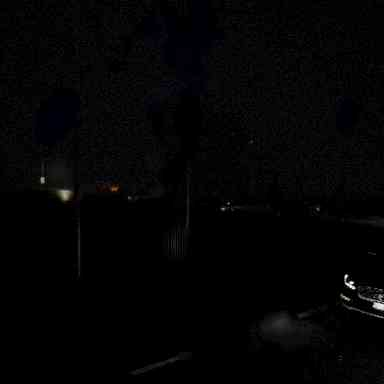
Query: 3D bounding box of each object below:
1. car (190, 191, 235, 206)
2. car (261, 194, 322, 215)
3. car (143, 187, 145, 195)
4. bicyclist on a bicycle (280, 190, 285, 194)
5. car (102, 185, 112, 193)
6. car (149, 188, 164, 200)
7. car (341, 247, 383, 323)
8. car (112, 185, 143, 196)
[{"bbox_3d":[1.950,0.593,33.686,2.033,1.411,5.357,0,2,-35],"label":"car"},{"bbox_3d":[7.603,0.899,25.744,2.128,1.511,4.902,0,2,-35],"label":"car"},{"bbox_3d":[-9.516,-0.451,54.873,2.097,1.767,4.553,0,2,-36],"label":"car"},{"bbox_3d":[9.187,0.664,33.839,1.656,1.620,0.582,0,2,-35],"label":"bicyclist on a bicycle"},{"bbox_3d":[-15.431,-0.663,63.170,1.882,1.535,5.008,0,2,-36],"label":"car"},{"bbox_3d":[-3.708,0.218,41.638,1.812,1.442,4.674,0,2,-35],"label":"car"},{"bbox_3d":[4.883,1.507,6.489,4.892,1.490,1.837,0,0,-35],"label":"car"},{"bbox_3d":[-9.785,-0.191,50.266,2.128,1.511,4.902,0,2,-34],"label":"car"}]
